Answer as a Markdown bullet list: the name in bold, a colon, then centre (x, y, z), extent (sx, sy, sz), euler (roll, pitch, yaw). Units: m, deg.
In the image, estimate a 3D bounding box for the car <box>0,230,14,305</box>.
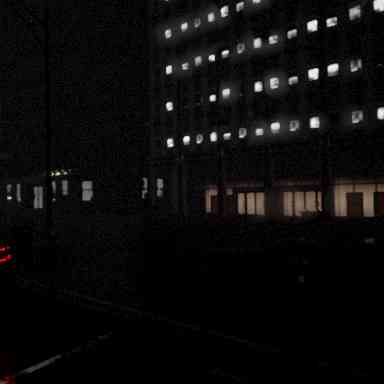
- **car**: centre (-5.793, 1.283, 6.672), extent (5.566, 2.045, 2.150), euler (-1, 0, 36)
